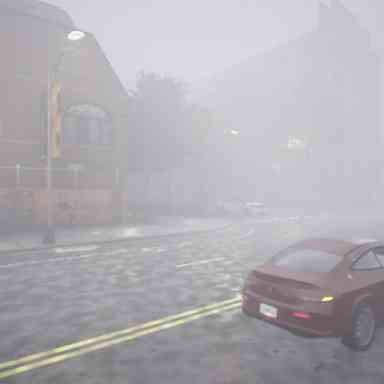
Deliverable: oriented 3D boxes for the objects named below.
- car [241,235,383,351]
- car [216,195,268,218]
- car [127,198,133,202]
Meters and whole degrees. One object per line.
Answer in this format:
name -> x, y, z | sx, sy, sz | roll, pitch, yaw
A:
car -> 2.935, 1.543, 6.200 | 4.674, 1.442, 1.812 | 0, 0, -37
car -> 4.747, 1.344, 32.298 | 2.150, 2.045, 5.566 | 0, 0, -38
car -> -10.631, 1.623, 51.664 | 2.097, 1.767, 4.553 | 0, 0, -38
